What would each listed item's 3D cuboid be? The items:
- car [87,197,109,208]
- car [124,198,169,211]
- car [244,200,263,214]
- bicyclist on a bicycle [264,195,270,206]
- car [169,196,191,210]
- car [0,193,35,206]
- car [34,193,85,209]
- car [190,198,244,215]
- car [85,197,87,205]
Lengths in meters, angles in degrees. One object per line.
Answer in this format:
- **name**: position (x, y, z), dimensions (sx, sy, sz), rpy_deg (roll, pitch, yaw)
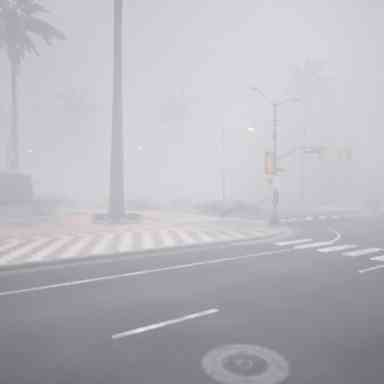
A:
- **car**: position (-12.105, 1.500, 48.331), dimensions (5.008, 1.535, 1.882), rpy_deg (0, 0, 13)
- **car**: position (-5.865, 1.517, 42.080), dimensions (4.902, 1.511, 2.128), rpy_deg (0, 0, 28)
- **car**: position (5.609, 1.558, 36.683), dimensions (1.812, 1.442, 4.674), rpy_deg (0, 0, -39)
- **bicyclist on a bicycle**: position (11.676, 1.349, 51.816), dimensions (0.582, 1.620, 1.656), rpy_deg (0, 0, 42)
- **car**: position (-0.780, 1.382, 42.864), dimensions (4.553, 1.767, 2.097), rpy_deg (0, 0, 35)
- **car**: position (-29.637, 1.232, 55.967), dimensions (5.566, 2.045, 2.150), rpy_deg (0, 0, -10)
- **car**: position (-18.257, 1.228, 45.936), dimensions (5.566, 2.045, 2.150), rpy_deg (1, 0, 5)
- **car**: position (2.548, 1.575, 35.158), dimensions (2.033, 1.411, 5.357), rpy_deg (0, 0, -38)
- **car**: position (-19.428, 1.513, 56.514), dimensions (4.902, 1.511, 2.128), rpy_deg (0, 0, 2)
